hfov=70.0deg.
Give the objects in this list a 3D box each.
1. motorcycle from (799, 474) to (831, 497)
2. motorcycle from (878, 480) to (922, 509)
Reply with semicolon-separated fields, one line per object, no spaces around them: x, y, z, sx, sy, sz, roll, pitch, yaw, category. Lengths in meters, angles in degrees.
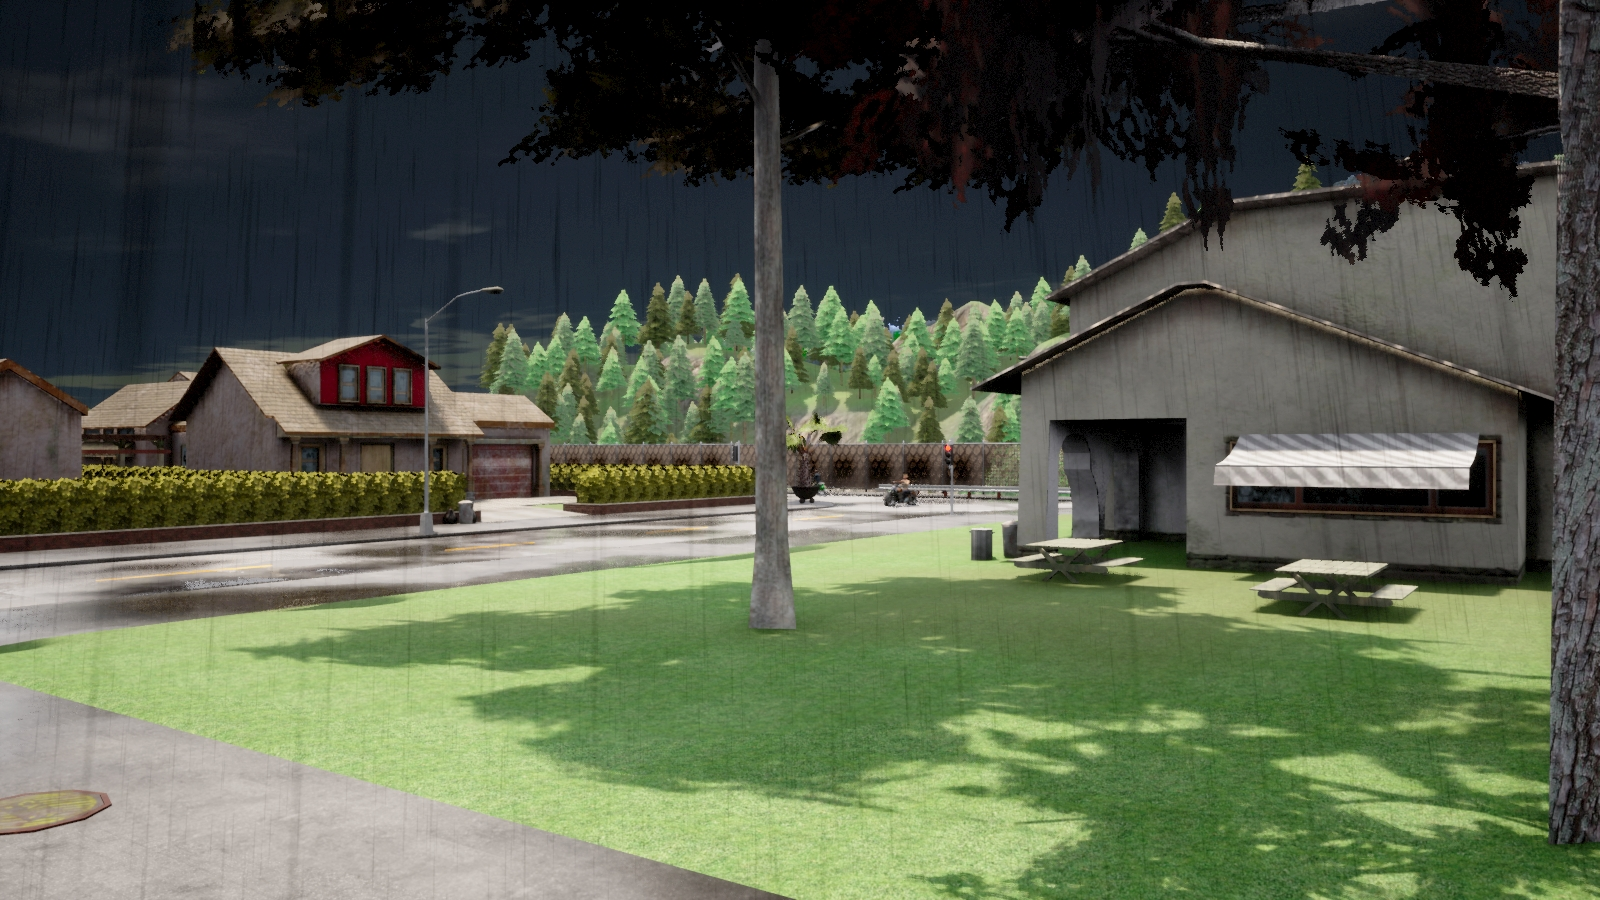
0.902;2.142;69.002;1.805;1.316;0.856;0;0;35;motorcycle
4.905;2.155;56.052;2.356;1.307;0.764;0;2;-45;motorcycle
